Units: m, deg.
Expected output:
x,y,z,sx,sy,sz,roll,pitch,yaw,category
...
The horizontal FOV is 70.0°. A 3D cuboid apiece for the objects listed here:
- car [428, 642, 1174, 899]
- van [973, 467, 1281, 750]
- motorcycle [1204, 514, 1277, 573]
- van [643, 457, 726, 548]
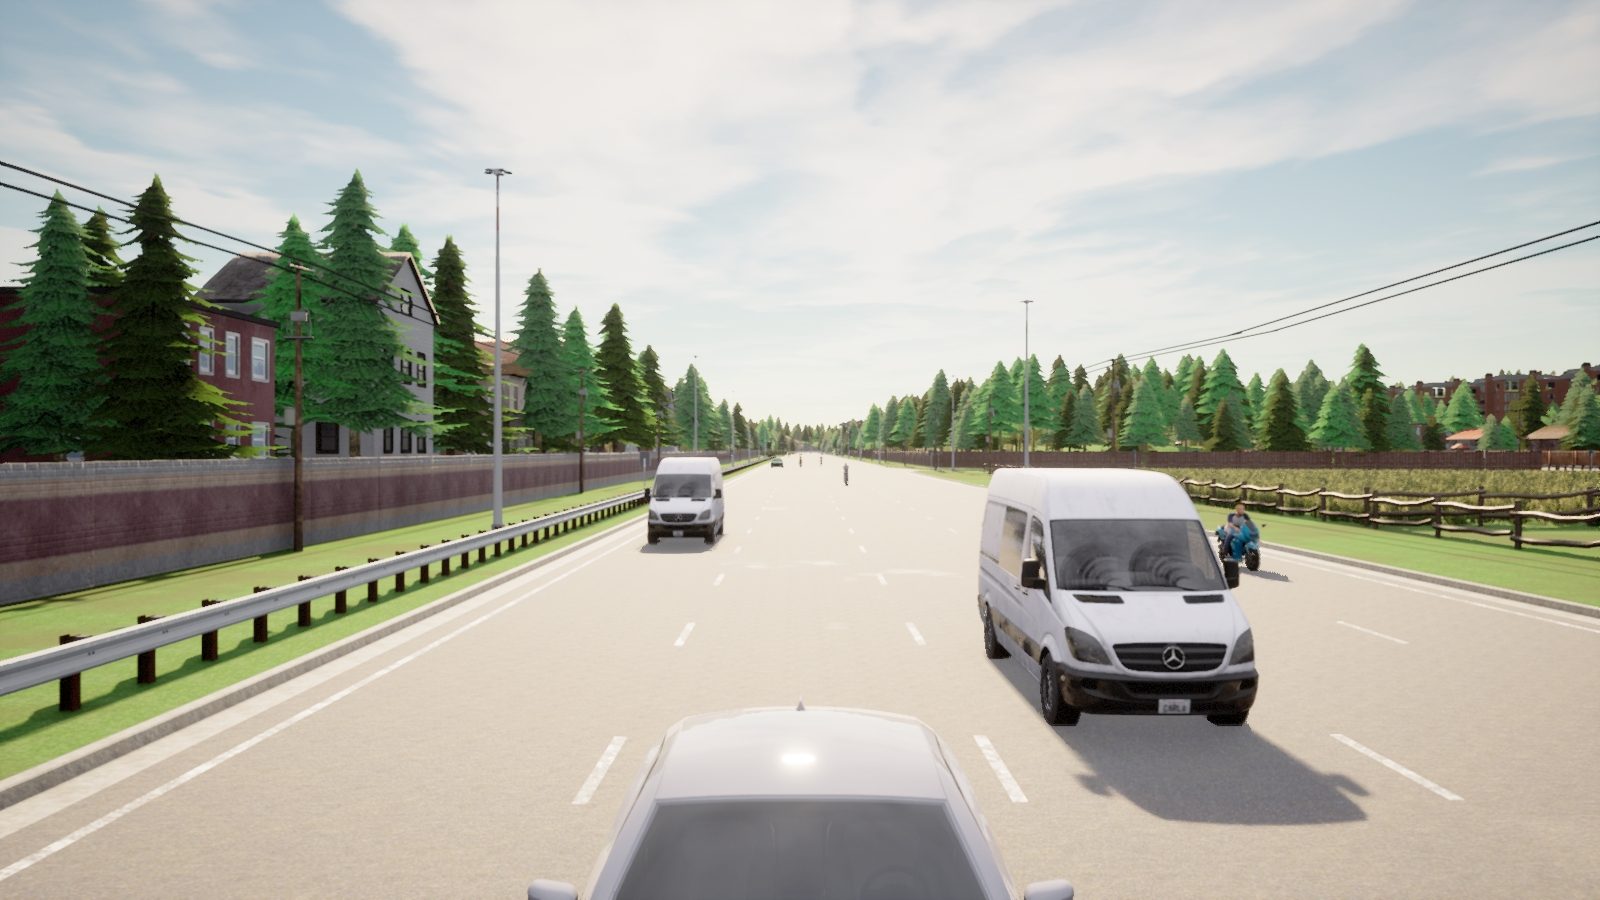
x,y,z,sx,sy,sz,roll,pitch,yaw,category
0.003,2.030,4.998,2.097,1.535,5.006,0,0,0,car
3.502,1.525,13.639,1.988,2.561,5.915,0,0,0,van
10.293,2.169,26.767,0.803,1.199,2.033,-1,0,-4,motorcycle
-3.489,1.513,35.624,1.988,2.561,5.915,0,0,0,van
